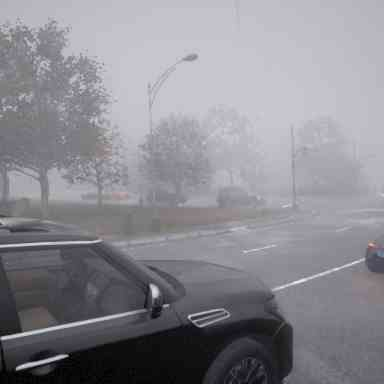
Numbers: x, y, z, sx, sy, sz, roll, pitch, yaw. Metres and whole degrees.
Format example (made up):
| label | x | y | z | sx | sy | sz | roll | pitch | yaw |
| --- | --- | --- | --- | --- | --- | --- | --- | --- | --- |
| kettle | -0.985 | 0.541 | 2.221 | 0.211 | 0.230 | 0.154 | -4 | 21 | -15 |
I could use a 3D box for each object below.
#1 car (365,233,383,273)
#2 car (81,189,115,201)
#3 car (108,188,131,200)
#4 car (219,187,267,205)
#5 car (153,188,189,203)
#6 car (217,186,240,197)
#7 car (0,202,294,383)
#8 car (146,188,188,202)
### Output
| label | x | y | z | sx | sy | sz | roll | pitch | yaw |
| --- | --- | --- | --- | --- | --- | --- | --- | --- | --- |
| car | 6.562 | 1.452 | 9.316 | 4.181 | 1.385 | 1.994 | -2 | 1 | -42 |
| car | -14.117 | 0.631 | 49.148 | 4.718 | 1.301 | 1.895 | 2 | 4 | 33 |
| car | -11.705 | 0.228 | 51.745 | 4.553 | 1.767 | 2.097 | 2 | 4 | 33 |
| car | 5.796 | 0.642 | 36.423 | 4.553 | 1.767 | 2.097 | -1 | 3 | 33 |
| car | -2.920 | 0.446 | 46.136 | 4.553 | 1.767 | 2.097 | 1 | 3 | 33 |
| car | 5.737 | 0.355 | 40.601 | 5.566 | 2.045 | 2.150 | 0 | 3 | 33 |
| car | -1.577 | 1.220 | 2.770 | 5.566 | 2.045 | 2.150 | 0 | 0 | -35 |
| car | -3.256 | 0.506 | 42.194 | 5.566 | 2.045 | 2.150 | 1 | 3 | 33 |
